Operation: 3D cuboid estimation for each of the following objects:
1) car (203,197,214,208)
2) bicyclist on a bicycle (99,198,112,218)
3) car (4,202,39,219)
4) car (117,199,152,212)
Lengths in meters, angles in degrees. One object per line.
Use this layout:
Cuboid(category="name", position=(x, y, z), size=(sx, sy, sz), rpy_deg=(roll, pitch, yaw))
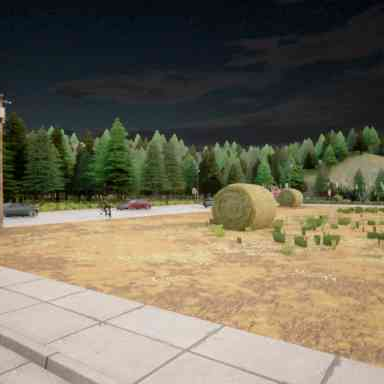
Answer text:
Cuboid(category="car", position=(3.480, 1.518, 47.815), size=(2.128, 1.511, 4.902), rpy_deg=(0, 0, 37))
Cuboid(category="bicyclist on a bicycle", position=(-7.068, 1.327, 27.067), size=(1.656, 1.620, 0.582), rpy_deg=(0, 0, 36))
Cuboid(category="car", position=(-15.400, 1.591, 28.384), size=(1.994, 1.385, 4.181), rpy_deg=(0, 0, 36))
Cuboid(category="car", position=(-6.843, 1.552, 39.936), size=(1.812, 1.442, 4.674), rpy_deg=(0, 0, 36))
